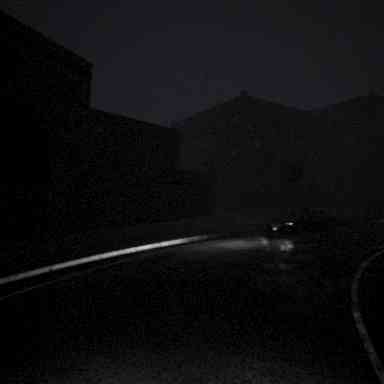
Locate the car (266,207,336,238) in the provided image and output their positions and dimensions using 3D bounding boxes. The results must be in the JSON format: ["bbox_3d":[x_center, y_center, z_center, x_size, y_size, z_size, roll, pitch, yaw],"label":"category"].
[{"bbox_3d":[6.133,1.607,18.519,4.902,1.511,2.128,0,-2,-39],"label":"car"}]
